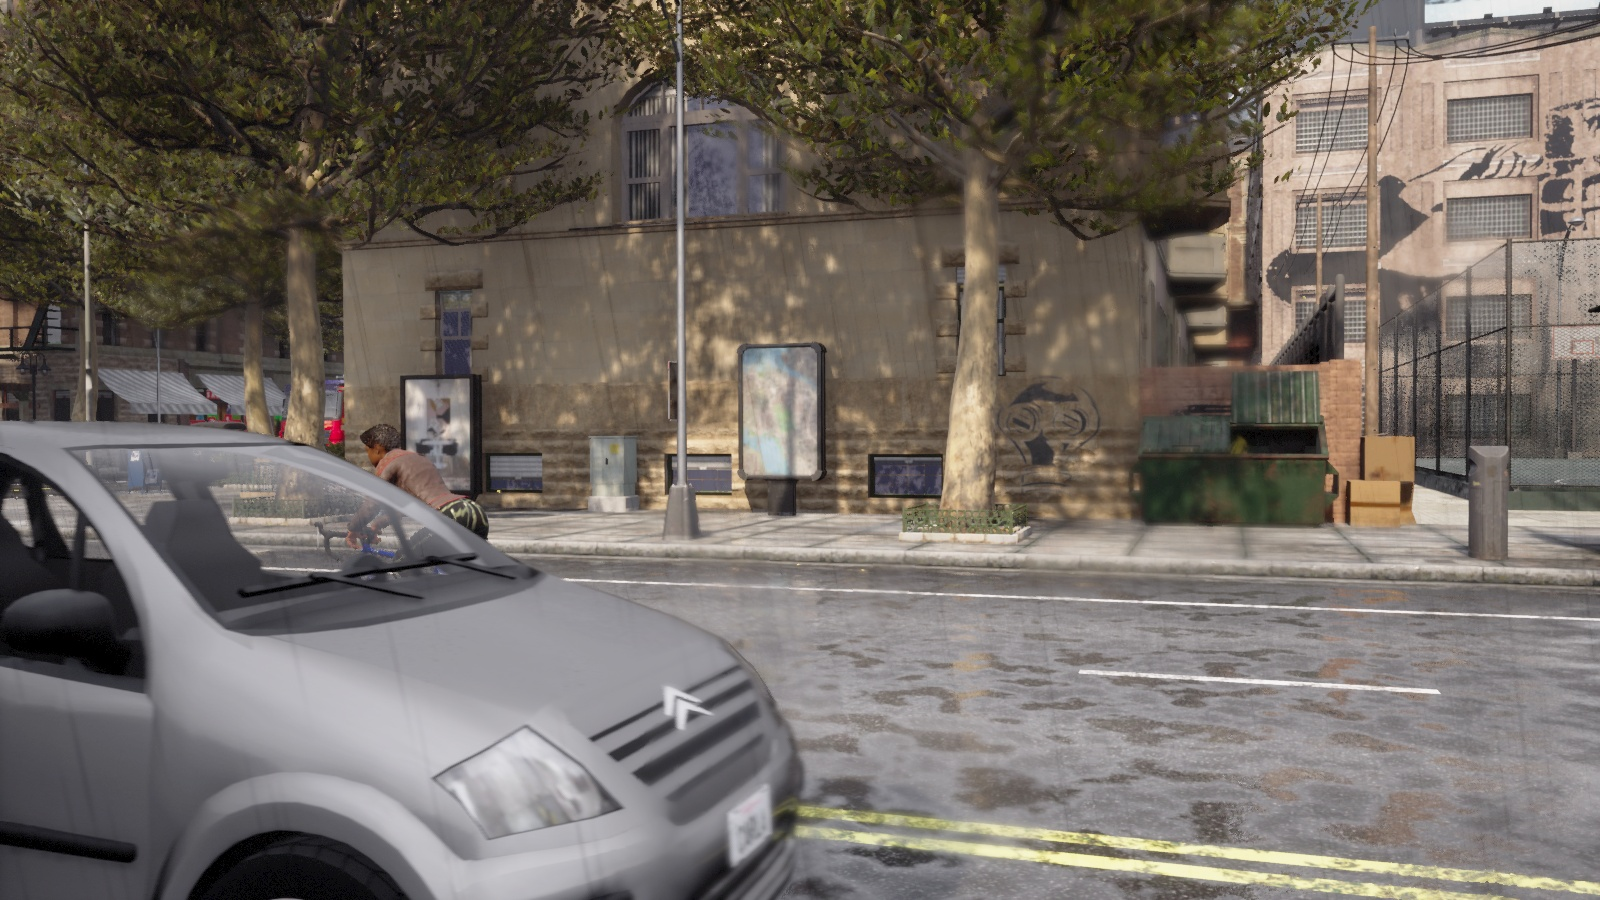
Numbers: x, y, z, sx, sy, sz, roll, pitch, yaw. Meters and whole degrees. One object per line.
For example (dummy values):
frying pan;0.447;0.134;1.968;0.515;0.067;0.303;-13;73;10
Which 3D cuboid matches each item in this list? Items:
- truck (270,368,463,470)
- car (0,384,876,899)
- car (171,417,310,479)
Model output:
truck;-17.521;-1.230;51.576;2.891;3.827;8.468;1;1;19
car;-1.941;0.656;3.840;3.988;1.617;1.851;1;1;19
car;-17.758;-0.085;40.033;1.905;1.878;3.866;1;1;19
